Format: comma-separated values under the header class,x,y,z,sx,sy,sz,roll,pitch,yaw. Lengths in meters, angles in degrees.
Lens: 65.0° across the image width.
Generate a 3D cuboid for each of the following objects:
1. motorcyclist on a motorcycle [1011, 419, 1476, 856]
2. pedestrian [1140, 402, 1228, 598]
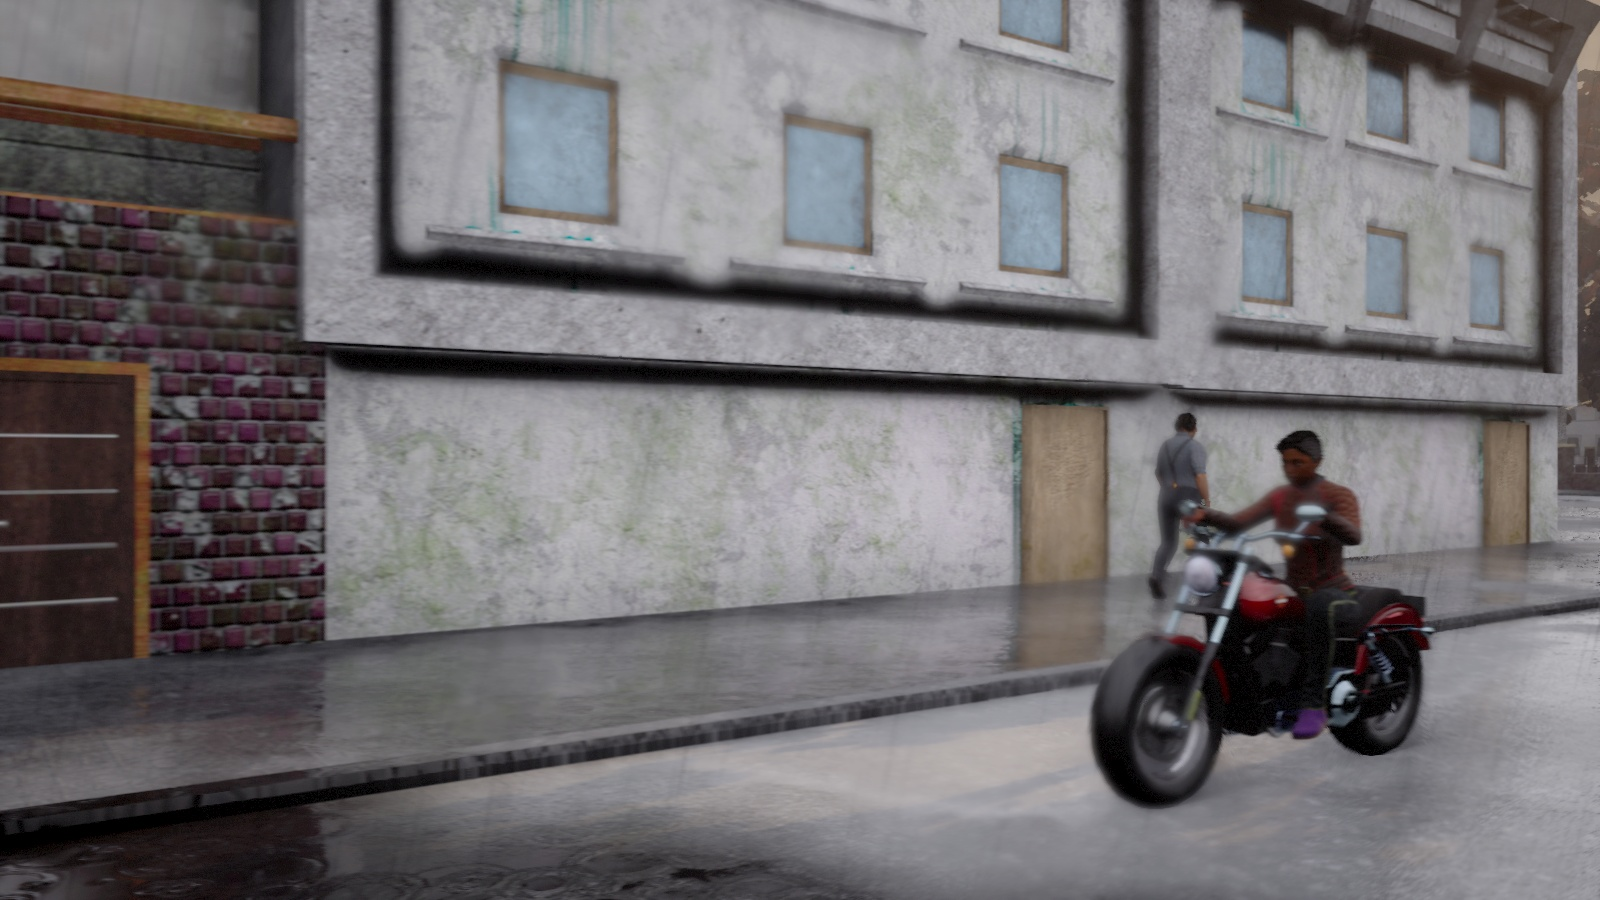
class,x,y,z,sx,sy,sz,roll,pitch,yaw
motorcyclist on a motorcycle,2.089,0.703,5.725,2.350,1.649,0.766,0,0,-35
pedestrian,3.744,0.472,12.243,0.694,1.848,0.540,0,0,-43
